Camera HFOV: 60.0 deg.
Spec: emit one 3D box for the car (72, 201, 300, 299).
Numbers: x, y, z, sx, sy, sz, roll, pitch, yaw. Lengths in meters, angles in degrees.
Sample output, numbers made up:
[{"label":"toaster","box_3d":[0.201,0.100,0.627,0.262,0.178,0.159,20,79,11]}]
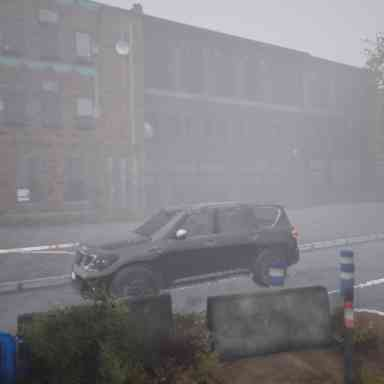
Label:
[{"label":"car","box_3d":[0.043,1.290,8.062,5.566,2.045,2.150,-2,1,-27]}]
